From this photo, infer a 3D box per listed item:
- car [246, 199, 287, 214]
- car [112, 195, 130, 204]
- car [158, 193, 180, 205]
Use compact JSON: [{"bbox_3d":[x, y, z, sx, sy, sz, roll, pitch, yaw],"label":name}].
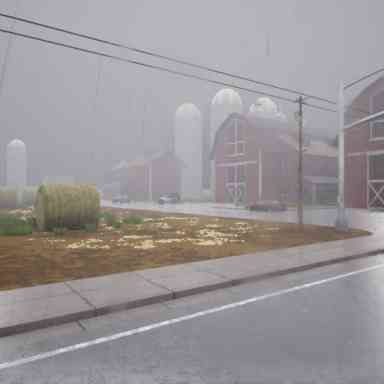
[{"bbox_3d":[7.738,1.488,34.978,1.812,1.442,4.674,-1,0,-36],"label":"car"},{"bbox_3d":[-13.738,1.325,64.023,2.097,1.767,4.553,0,0,-37],"label":"car"},{"bbox_3d":[-3.967,1.117,57.661,3.866,1.878,1.905,-2,5,11],"label":"car"}]
